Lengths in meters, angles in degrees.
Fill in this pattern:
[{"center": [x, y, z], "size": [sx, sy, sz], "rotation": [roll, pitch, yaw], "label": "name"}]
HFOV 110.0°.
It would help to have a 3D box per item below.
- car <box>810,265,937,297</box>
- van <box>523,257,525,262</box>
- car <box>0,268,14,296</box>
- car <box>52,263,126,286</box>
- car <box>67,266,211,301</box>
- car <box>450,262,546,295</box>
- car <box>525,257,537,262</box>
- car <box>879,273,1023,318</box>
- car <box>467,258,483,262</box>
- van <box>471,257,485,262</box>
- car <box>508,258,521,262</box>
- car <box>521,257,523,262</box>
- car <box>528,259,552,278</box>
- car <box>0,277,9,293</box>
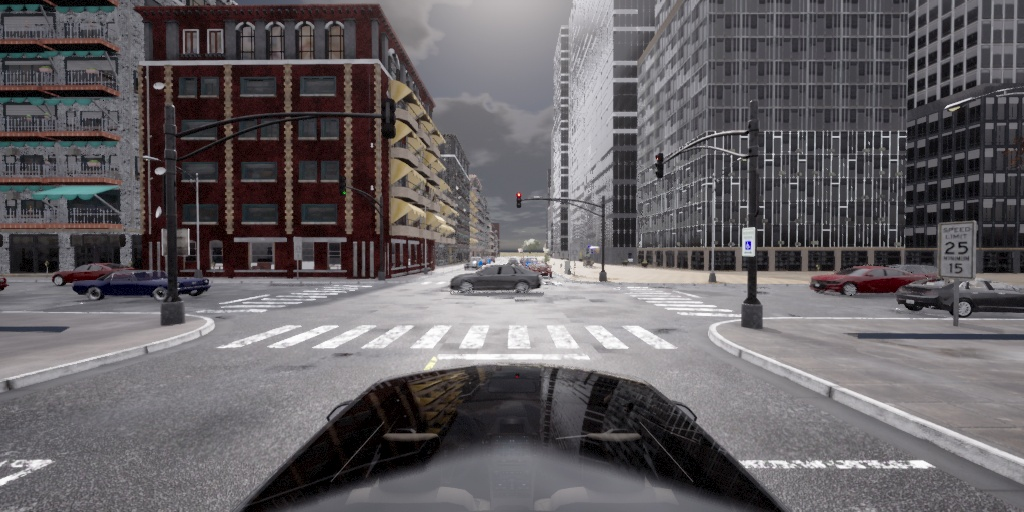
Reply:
[{"center": [18.680, 1.287, 18.953], "size": [5.008, 1.535, 1.882], "rotation": [0, 1, 1], "label": "car"}, {"center": [2.765, 1.042, 50.352], "size": [1.690, 1.789, 3.998], "rotation": [0, 0, 0], "label": "van"}, {"center": [-26.522, 1.254, 16.475], "size": [4.718, 1.301, 1.895], "rotation": [0, 1, 1], "label": "car"}, {"center": [-25.811, 1.109, 22.368], "size": [4.507, 1.381, 1.888], "rotation": [0, 0, 1], "label": "car"}, {"center": [-16.643, 1.299, 16.315], "size": [4.718, 1.301, 1.895], "rotation": [0, 1, 1], "label": "car"}, {"center": [-0.845, 1.245, 19.285], "size": [4.892, 1.490, 1.837], "rotation": [0, 0, 1], "label": "car"}, {"center": [2.739, 1.157, 39.060], "size": [1.967, 1.591, 4.097], "rotation": [0, 0, 0], "label": "car"}, {"center": [16.740, 1.445, 13.076], "size": [4.403, 1.370, 2.007], "rotation": [0, 0, 1], "label": "car"}, {"center": [-5.584, 1.267, 50.337], "size": [1.948, 1.339, 4.313], "rotation": [0, 0, 0], "label": "car"}, {"center": [-5.572, 1.033, 55.983], "size": [1.690, 1.789, 3.998], "rotation": [0, 0, 0], "label": "van"}, {"center": [0.238, 1.279, 64.056], "size": [1.895, 1.301, 4.718], "rotation": [0, 0, 0], "label": "car"}, {"center": [2.777, 1.238, 55.998], "size": [1.888, 1.381, 4.507], "rotation": [0, 0, 0], "label": "car"}, {"center": [2.727, 1.270, 33.414], "size": [1.888, 1.381, 4.507], "rotation": [0, 0, 0], "label": "car"}, {"center": [-22.597, 1.259, 13.704], "size": [4.507, 1.381, 1.888], "rotation": [0, 0, 1], "label": "car"}]
